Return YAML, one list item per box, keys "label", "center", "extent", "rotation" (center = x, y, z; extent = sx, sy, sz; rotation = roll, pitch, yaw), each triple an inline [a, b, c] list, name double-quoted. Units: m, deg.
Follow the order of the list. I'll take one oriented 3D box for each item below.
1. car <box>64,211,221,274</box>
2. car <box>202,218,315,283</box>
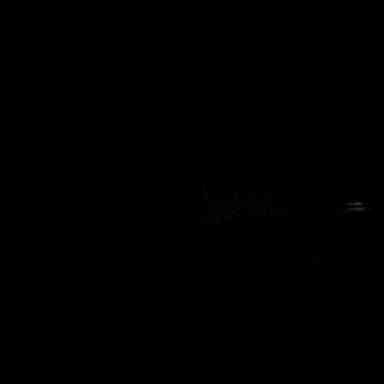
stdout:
- label: "car"
  center: [-1.582, 1.514, 11.463]
  extent: [4.902, 1.511, 2.128]
  rotation: [0, 0, -36]
- label: "car"
  center: [1.413, 1.519, 9.301]
  extent: [4.902, 1.511, 2.128]
  rotation: [0, 0, -36]
